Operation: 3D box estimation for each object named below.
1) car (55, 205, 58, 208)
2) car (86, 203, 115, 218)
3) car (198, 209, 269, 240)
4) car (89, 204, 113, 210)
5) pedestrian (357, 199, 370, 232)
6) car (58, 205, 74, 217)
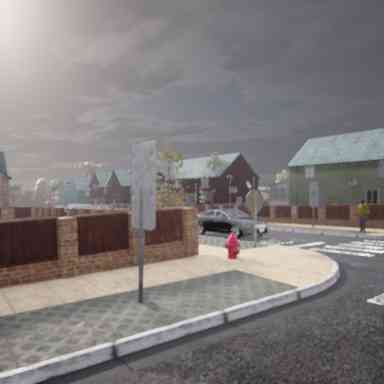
[{"bbox_3d":[-22.782,3.008,57.424,1.837,1.490,4.892,1,-2,-36],"label":"car"},{"bbox_3d":[-11.657,2.323,42.092,2.097,1.767,4.553,1,-2,-36],"label":"car"},{"bbox_3d":[1.978,1.674,18.301,2.128,1.511,4.902,1,-2,-37],"label":"car"},{"bbox_3d":[-9.213,2.065,33.714,2.097,1.767,4.553,1,-2,-36],"label":"car"},{"bbox_3d":[9.301,1.257,18.155,0.375,1.860,0.375,-1,1,-36],"label":"pedestrian"},{"bbox_3d":[-14.900,2.586,41.600,1.895,1.301,4.718,1,-2,-36],"label":"car"}]
